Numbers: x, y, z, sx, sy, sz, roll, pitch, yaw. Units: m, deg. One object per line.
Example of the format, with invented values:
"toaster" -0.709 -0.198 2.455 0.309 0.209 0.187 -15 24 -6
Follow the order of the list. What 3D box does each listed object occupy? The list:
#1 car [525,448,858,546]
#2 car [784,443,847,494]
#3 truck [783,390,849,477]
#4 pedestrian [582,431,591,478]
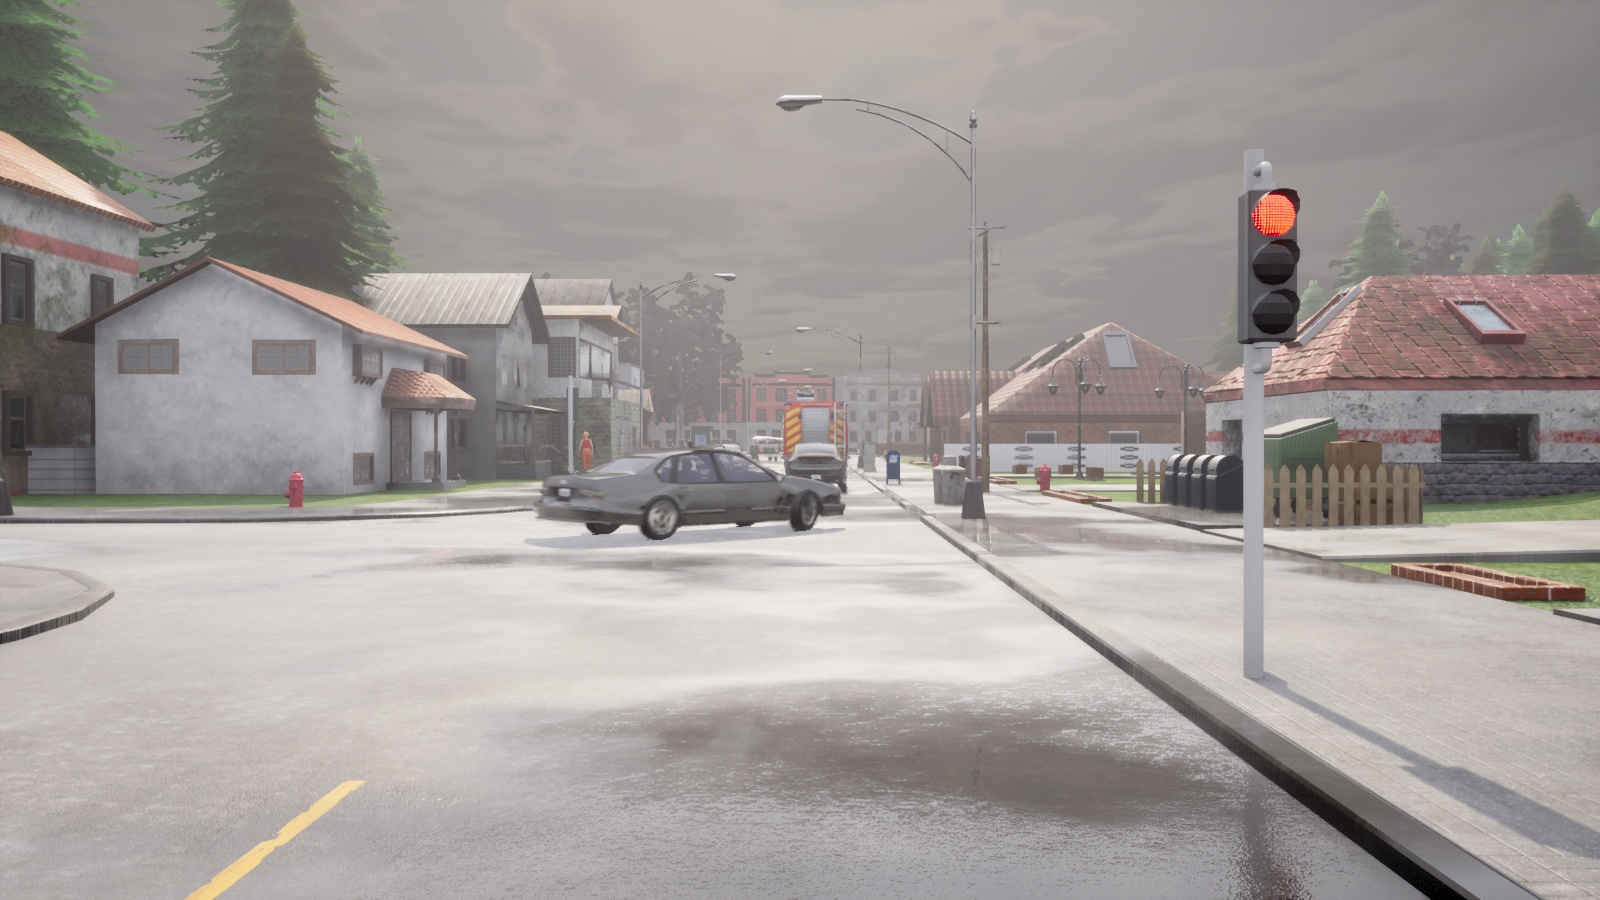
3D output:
"car" -1.656 0.675 20.798 5.357 1.411 2.033 0 0 -42
"car" 0.489 0.531 39.120 1.837 1.490 4.892 0 0 1
"truck" 0.732 -0.752 59.198 2.891 3.827 8.468 0 0 1
"pedestrian" -8.440 0.169 49.600 0.345 1.836 0.594 0 0 -12
